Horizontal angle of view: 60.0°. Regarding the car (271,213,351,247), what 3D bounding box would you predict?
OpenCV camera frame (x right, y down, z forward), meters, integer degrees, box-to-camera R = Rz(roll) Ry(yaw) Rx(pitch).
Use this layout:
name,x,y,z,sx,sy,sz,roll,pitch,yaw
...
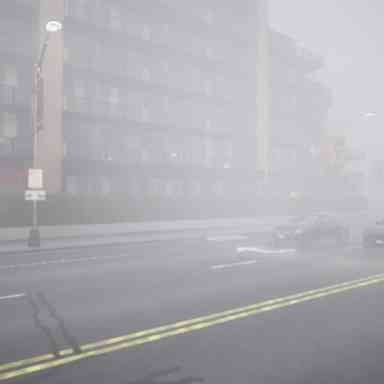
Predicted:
name,x,y,z,sx,sy,sz,roll,pitch,yaw
car,5.908,1.750,16.273,4.674,1.442,1.812,1,-1,-35

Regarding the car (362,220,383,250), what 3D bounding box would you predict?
name,x,y,z,sx,sy,sz,roll,pitch,yaw
car,9.322,1.703,14.385,5.008,1.535,1.882,1,-1,-36
